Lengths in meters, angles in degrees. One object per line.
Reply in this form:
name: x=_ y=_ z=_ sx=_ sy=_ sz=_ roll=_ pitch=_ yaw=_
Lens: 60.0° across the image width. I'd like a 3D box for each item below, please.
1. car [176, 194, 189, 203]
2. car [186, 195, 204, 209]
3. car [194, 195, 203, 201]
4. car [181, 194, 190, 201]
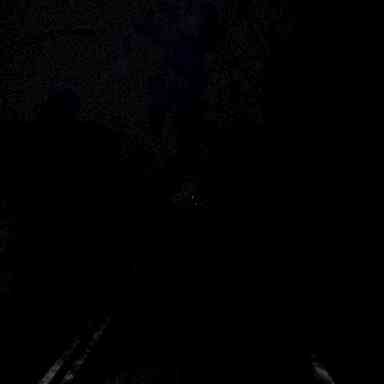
car: x=-2.154 y=1.416 z=65.424 sx=2.128 sy=1.511 sz=4.902 roll=0 pitch=0 yaw=2
car: x=0.602 y=1.546 z=44.466 sx=2.033 sy=1.411 sz=5.357 roll=0 pitch=0 yaw=1
car: x=1.586 y=1.376 z=80.028 sx=2.033 sy=1.411 sz=5.357 roll=0 pitch=0 yaw=2
car: x=-1.628 y=1.301 z=81.219 sx=1.882 sy=1.535 sz=5.008 roll=0 pitch=0 yaw=2
